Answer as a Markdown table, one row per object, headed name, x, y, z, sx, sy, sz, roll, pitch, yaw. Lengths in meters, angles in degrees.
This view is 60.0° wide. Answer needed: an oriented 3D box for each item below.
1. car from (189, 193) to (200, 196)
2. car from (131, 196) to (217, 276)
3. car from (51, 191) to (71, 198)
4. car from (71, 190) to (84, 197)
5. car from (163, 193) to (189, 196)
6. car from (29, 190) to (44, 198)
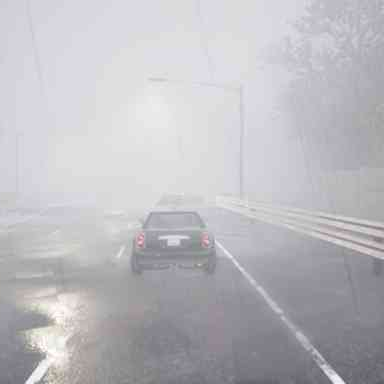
| name | x | y | z | sx | sy | sz | roll | pitch | yaw |
| --- | --- | --- | --- | --- | --- | --- | --- | --- | --- |
| car | 0.093 | 0.851 | 39.380 | 2.033 | 1.411 | 5.357 | 0 | 1 | 18 |
| car | -0.558 | 1.175 | 9.975 | 2.097 | 1.767 | 4.553 | 0 | 1 | -4 |
| car | -26.513 | 0.411 | 66.350 | 2.033 | 1.411 | 5.357 | -1 | 1 | -39 |
| car | -24.219 | 0.297 | 69.093 | 1.882 | 1.535 | 5.008 | -1 | 1 | -39 |
| car | -1.519 | 0.909 | 25.068 | 2.097 | 1.767 | 4.553 | 0 | 1 | -2 |
| car | -31.268 | 0.396 | 66.751 | 2.128 | 1.511 | 4.902 | -1 | 1 | -39 |
